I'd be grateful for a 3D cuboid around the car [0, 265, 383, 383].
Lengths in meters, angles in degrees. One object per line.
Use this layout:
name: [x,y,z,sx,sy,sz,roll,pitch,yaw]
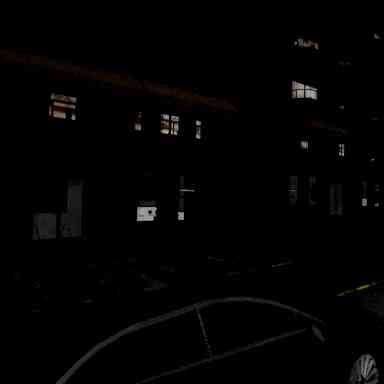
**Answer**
car: [-0.057,1.492,3.125,4.902,1.511,2.128,0,0,-35]
